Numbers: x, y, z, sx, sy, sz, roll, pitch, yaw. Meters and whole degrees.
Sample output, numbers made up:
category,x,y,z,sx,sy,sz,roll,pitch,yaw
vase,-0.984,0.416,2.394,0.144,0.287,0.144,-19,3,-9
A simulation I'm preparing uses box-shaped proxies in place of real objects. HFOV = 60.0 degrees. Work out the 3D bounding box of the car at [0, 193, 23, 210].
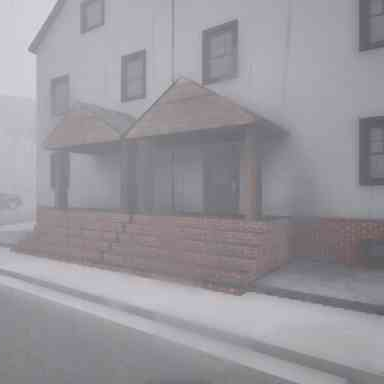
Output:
category,x,y,z,sx,sy,sz,roll,pitch,yaw
car,-16.187,0.891,26.550,1.837,1.490,4.892,0,7,35
